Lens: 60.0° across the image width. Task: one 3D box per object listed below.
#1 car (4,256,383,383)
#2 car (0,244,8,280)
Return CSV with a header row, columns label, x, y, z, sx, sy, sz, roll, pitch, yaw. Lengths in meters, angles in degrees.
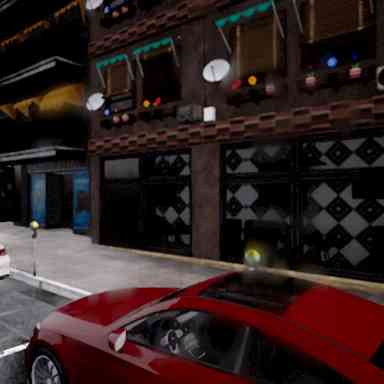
label,x,y,z,sx,sy,sz,roll,pitch,yaw
car,0.374,1.500,3.026,4.674,1.442,1.812,1,1,36
car,-6.147,1.361,7.217,4.674,1.442,1.812,1,0,20
